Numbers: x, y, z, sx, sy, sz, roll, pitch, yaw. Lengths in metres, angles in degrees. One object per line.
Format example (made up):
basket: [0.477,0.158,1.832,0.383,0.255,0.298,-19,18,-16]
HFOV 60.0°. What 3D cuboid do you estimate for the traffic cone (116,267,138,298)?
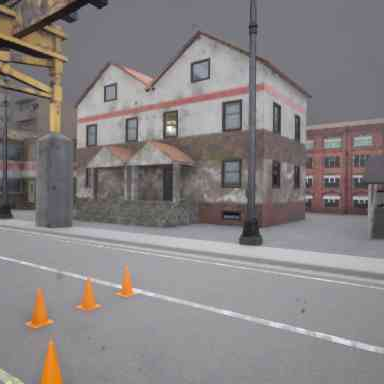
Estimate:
traffic cone: [-1.426,1.949,7.286,0.340,0.580,0.340,0,0,36]

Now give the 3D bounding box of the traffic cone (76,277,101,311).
traffic cone: [-2.011,1.949,6.475,0.340,0.580,0.340,0,0,36]

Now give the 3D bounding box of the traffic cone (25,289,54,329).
traffic cone: [-2.595,1.949,5.664,0.340,0.580,0.340,0,0,36]

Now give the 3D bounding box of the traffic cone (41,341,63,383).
traffic cone: [-1.558,1.952,3.683,0.340,0.580,0.340,0,0,36]
